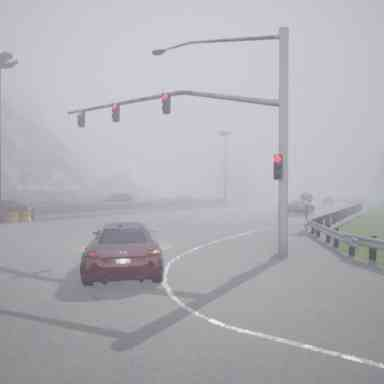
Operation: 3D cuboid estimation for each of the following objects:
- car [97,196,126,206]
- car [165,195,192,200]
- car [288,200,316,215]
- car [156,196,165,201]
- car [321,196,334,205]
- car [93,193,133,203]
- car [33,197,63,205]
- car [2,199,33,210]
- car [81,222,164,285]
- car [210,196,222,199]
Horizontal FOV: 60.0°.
[{"bbox_3d":[-13.198,1.404,54.638,1.812,1.442,4.674,0,0,33],"label":"car"},{"bbox_3d":[-1.816,1.264,53.246,2.097,1.767,4.553,0,0,31],"label":"car"},{"bbox_3d":[11.022,1.524,33.641,2.033,1.411,5.357,0,0,33],"label":"car"},{"bbox_3d":[-5.696,1.478,68.637,1.895,1.301,4.718,0,0,22],"label":"car"},{"bbox_3d":[24.638,1.478,60.230,1.837,1.490,4.892,1,0,19],"label":"car"},{"bbox_3d":[-9.571,1.131,40.737,2.150,2.045,5.566,0,0,33],"label":"car"},{"bbox_3d":[-19.645,1.368,44.469,2.128,1.511,4.902,0,0,33],"label":"car"},{"bbox_3d":[-16.988,1.411,29.141,1.837,1.490,4.892,0,0,33],"label":"car"},{"bbox_3d":[-1.909,1.544,9.546,1.994,1.385,4.181,0,0,-10],"label":"car"},{"bbox_3d":[4.948,1.509,67.278,1.895,1.301,4.718,0,0,19],"label":"car"}]
